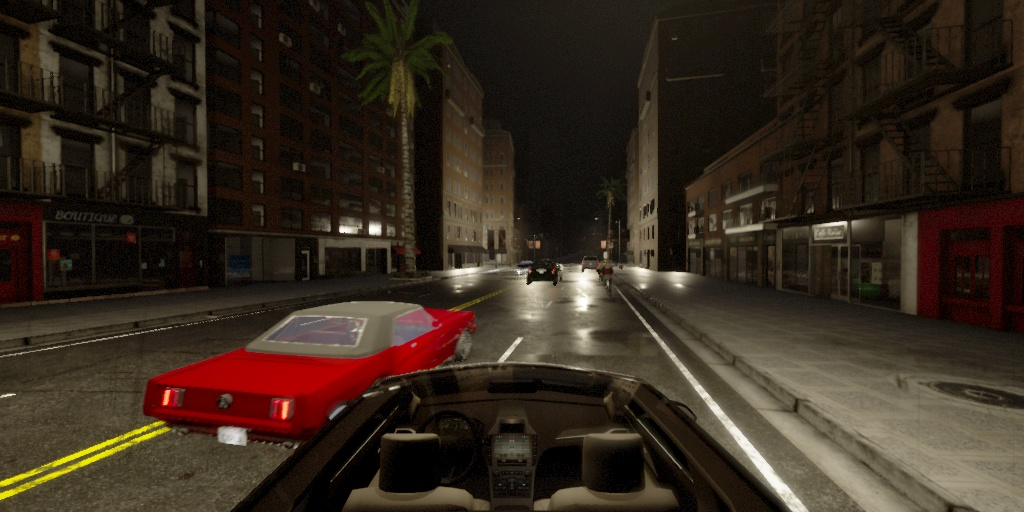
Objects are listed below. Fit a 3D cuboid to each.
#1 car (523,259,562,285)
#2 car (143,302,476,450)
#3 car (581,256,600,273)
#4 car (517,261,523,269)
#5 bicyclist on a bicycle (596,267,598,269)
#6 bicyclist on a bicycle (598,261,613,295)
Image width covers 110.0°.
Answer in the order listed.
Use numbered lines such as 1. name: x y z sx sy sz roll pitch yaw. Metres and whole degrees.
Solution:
1. car: 2.445 1.109 26.199 2.097 1.767 4.553 0 0 12
2. car: -2.064 1.349 5.423 1.895 1.301 4.718 0 0 12
3. car: 9.970 1.020 45.597 2.150 2.045 5.566 0 0 12
4. car: 2.143 1.421 56.230 1.895 1.301 4.718 0 0 13
5. bicyclist on a bicycle: 6.923 1.196 27.653 0.866 1.612 1.509 0 0 12
6. bicyclist on a bicycle: 4.907 1.120 18.480 0.659 1.776 1.843 0 0 12
